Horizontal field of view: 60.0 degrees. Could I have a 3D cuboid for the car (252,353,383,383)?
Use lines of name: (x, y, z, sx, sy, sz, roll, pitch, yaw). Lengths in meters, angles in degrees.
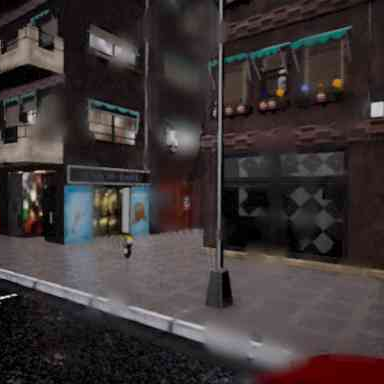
car: (2.239, 1.551, 1.273, 4.507, 1.381, 1.887, 0, 1, 36)
